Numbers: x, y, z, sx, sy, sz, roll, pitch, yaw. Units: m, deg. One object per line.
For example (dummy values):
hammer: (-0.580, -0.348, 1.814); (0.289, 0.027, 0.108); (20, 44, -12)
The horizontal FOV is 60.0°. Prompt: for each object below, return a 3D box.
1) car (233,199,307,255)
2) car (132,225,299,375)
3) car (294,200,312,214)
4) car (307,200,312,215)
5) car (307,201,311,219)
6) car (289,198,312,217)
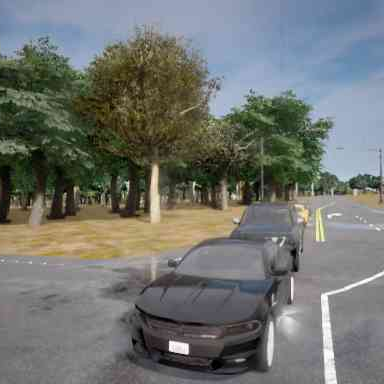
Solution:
car: (2.897, 1.463, 12.316); (2.150, 2.045, 5.566); (-2, 0, 21)
car: (0.761, 1.614, 6.181); (1.882, 1.535, 5.008); (-1, -2, 21)
car: (13.428, 1.759, 40.036); (1.812, 1.442, 4.674); (-1, 0, 21)
car: (9.377, 1.733, 29.461); (1.812, 1.442, 4.674); (-1, 0, 21)
car: (7.304, 1.670, 23.963); (1.882, 1.535, 5.008); (-1, 0, 21)
car: (11.419, 1.572, 34.831); (2.097, 1.767, 4.553); (-1, 0, 21)
